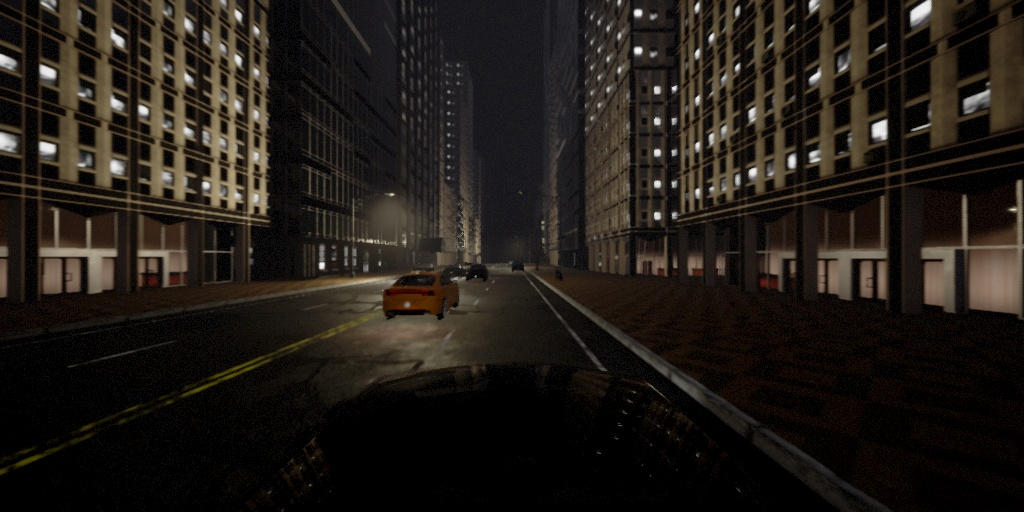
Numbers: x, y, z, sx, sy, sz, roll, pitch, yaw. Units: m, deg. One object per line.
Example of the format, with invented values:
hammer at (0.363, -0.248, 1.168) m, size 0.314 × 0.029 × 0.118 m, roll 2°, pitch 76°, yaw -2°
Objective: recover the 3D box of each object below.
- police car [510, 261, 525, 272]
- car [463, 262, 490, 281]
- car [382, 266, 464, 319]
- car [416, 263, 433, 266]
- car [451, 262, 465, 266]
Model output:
police car at (0.974, 1.677, 57.077) m, size 1.930 × 1.638 × 5.238 m, roll 0°, pitch -1°, yaw 0°
car at (-3.160, 1.528, 33.539) m, size 1.837 × 1.490 × 4.892 m, roll 0°, pitch 0°, yaw 0°
car at (-3.148, 1.320, 13.271) m, size 1.882 × 1.535 × 5.008 m, roll 0°, pitch 0°, yaw 0°
car at (-9.830, 1.572, 39.997) m, size 2.128 × 1.511 × 4.902 m, roll 0°, pitch 0°, yaw 0°
car at (-6.576, 1.655, 41.028) m, size 1.994 × 1.385 × 4.181 m, roll 0°, pitch -1°, yaw 0°
